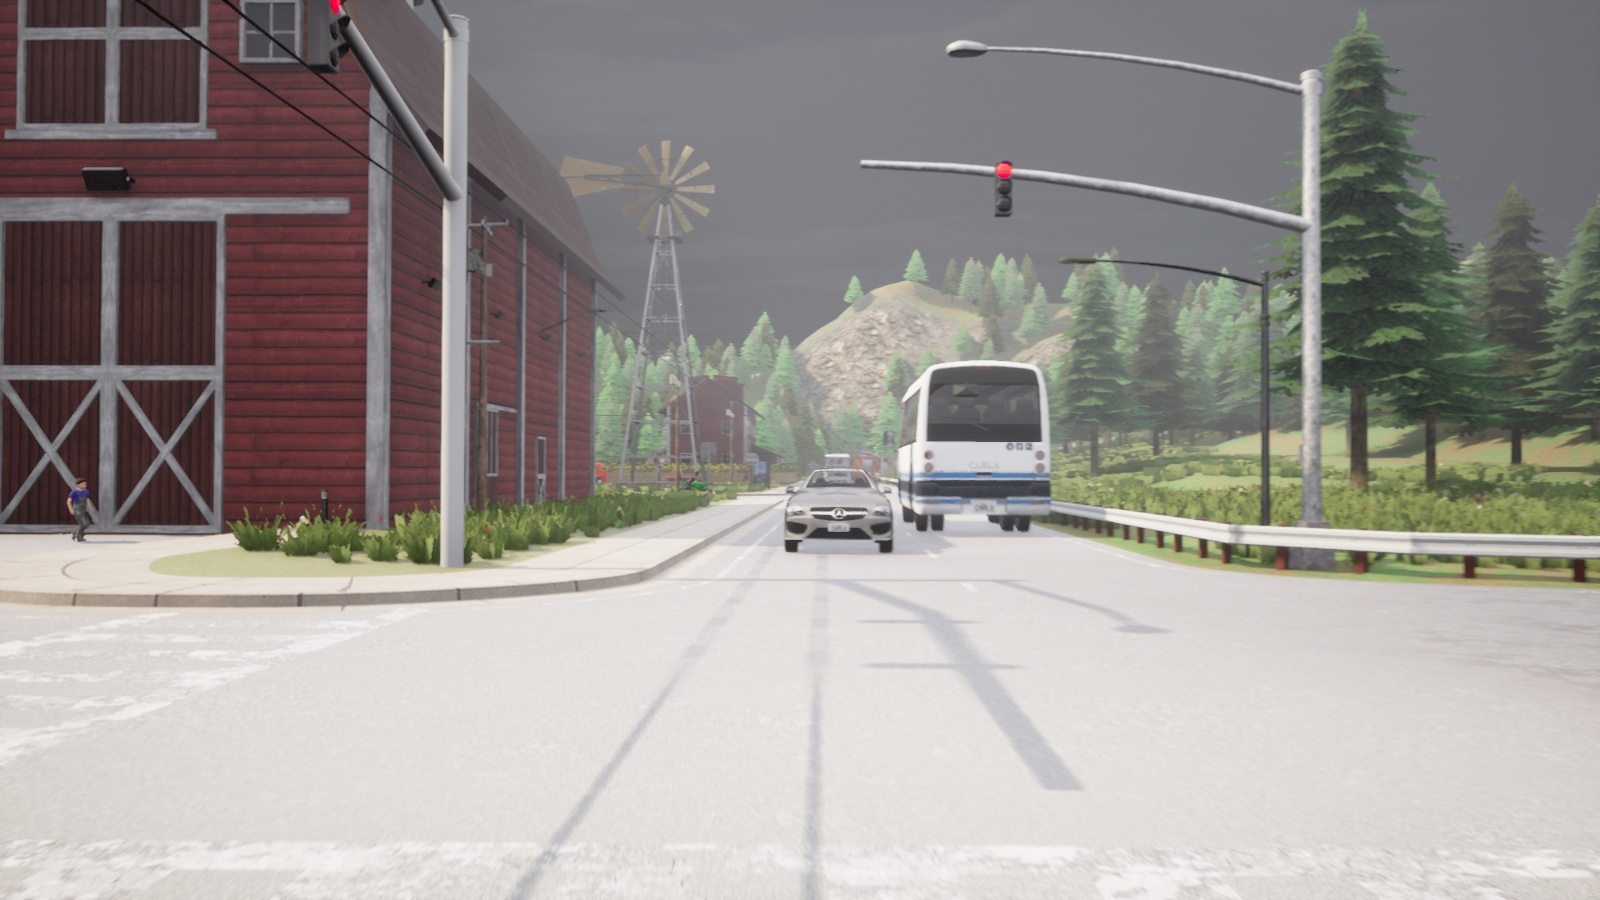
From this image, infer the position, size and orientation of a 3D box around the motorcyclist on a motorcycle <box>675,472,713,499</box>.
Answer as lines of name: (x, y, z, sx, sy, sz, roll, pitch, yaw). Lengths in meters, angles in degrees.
motorcyclist on a motorcycle: (-5.942, 1.999, 70.413, 2.044, 1.523, 0.797, 0, -1, 5)

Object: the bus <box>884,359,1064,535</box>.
bus: (4.560, 0.014, 35.640, 3.944, 4.253, 10.273, 0, -1, 2)

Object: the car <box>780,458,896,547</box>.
car: (0.785, 1.024, 26.003, 2.152, 1.651, 5.027, 0, -1, 2)

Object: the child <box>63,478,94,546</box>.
child: (-13.669, 1.169, 23.806, 0.437, 1.263, 0.270, 0, -1, 14)
